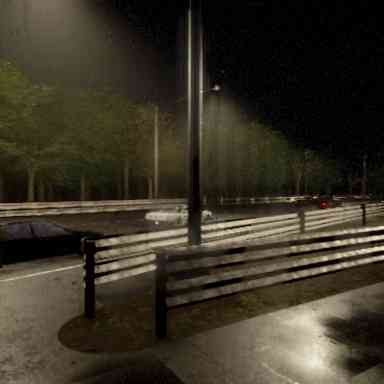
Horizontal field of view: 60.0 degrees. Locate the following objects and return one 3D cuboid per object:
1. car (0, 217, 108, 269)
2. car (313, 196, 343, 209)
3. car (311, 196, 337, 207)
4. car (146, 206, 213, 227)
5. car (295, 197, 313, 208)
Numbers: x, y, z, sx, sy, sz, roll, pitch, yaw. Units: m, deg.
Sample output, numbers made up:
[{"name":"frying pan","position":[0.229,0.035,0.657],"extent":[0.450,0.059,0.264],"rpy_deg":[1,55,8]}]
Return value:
[{"name":"car","position":[-5.223,1.514,10.472],"extent":[2.033,1.411,5.357],"rpy_deg":[0,0,39]},{"name":"car","position":[17.267,1.447,41.557],"extent":[1.994,1.385,4.181],"rpy_deg":[0,0,43]},{"name":"car","position":[19.542,1.385,49.175],"extent":[1.812,1.442,4.674],"rpy_deg":[0,0,45]},{"name":"car","position":[-0.640,1.530,21.486],"extent":[1.895,1.301,4.718],"rpy_deg":[0,0,40]},{"name":"car","position":[16.058,1.412,45.438],"extent":[2.033,1.411,5.357],"rpy_deg":[0,1,44]}]
